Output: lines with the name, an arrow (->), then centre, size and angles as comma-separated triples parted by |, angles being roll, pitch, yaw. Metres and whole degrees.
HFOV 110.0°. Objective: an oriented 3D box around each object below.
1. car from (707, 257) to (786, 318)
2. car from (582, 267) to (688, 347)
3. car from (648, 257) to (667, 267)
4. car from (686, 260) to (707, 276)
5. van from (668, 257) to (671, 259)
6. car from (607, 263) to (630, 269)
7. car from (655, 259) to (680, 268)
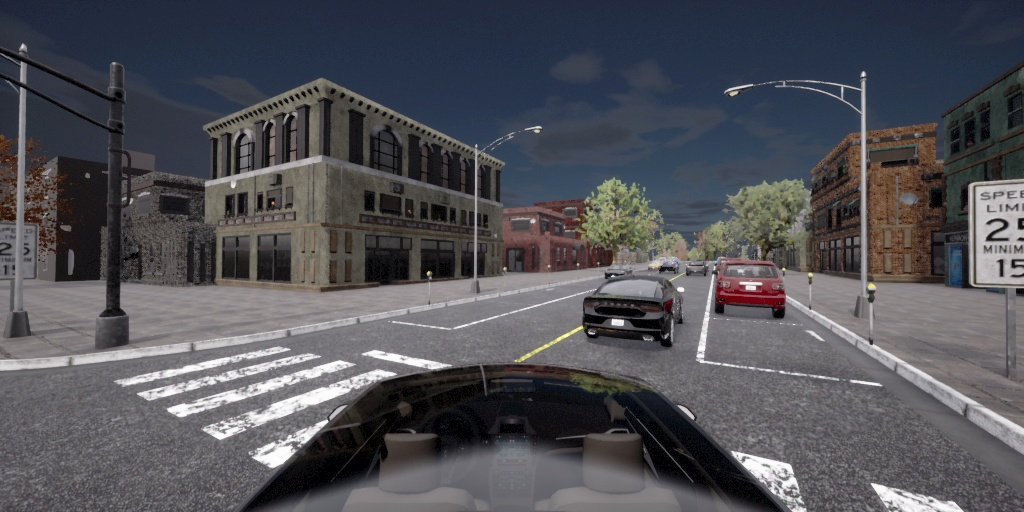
car -> 8.572, 1.069, 13.192 | 2.192, 1.841, 5.009 | 0, 0, 30
car -> 3.419, 1.230, 9.586 | 1.882, 1.535, 5.008 | 0, 0, 30
car -> 20.421, 1.286, 50.893 | 1.751, 1.417, 4.829 | 0, 0, 30
car -> 19.040, 1.252, 36.877 | 2.128, 1.511, 4.902 | 0, 0, 30
van -> 23.251, 1.101, 55.856 | 1.690, 1.789, 3.998 | 0, 0, 30
car -> 9.523, 1.324, 31.779 | 1.948, 1.339, 4.313 | 0, 0, 30
car -> 18.234, 1.361, 41.627 | 1.895, 1.301, 4.718 | 0, 0, 30
